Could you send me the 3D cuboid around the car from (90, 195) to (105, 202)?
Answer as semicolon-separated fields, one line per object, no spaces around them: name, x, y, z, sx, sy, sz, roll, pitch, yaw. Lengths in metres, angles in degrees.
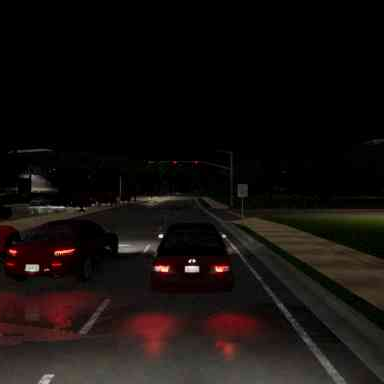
car;-23.267;1.525;82.134;2.128;1.511;4.902;0;0;0

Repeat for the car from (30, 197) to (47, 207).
car;-23.683;1.525;52.574;1.812;1.442;4.674;0;0;5

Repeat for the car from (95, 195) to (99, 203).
car;-19.781;1.353;65.210;2.097;1.767;4.553;0;0;0

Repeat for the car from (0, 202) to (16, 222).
car;-15.458;1.547;24.795;2.033;1.411;5.357;0;0;-2

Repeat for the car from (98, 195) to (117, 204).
car;-16.279;1.547;65.814;2.033;1.411;5.357;0;0;0

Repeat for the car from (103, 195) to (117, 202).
car;-19.768;1.540;80.329;2.033;1.411;5.357;0;0;0

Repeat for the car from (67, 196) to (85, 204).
car;-23.271;1.500;66.931;1.837;1.490;4.892;0;0;0

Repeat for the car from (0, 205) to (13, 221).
car;-6.990;1.352;9.755;2.097;1.767;4.553;0;0;0

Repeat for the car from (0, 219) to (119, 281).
car;-3.496;1.526;9.702;1.812;1.442;4.674;0;0;1

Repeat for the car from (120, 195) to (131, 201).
car;-16.267;1.539;81.588;2.033;1.411;5.357;0;0;0

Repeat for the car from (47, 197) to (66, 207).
car;-20.070;1.564;51.499;1.994;1.385;4.181;0;0;4

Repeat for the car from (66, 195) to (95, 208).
car;-16.280;1.477;48.959;1.882;1.535;5.008;0;0;-1

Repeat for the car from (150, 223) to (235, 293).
car;0.007;1.547;8.991;2.033;1.411;5.357;0;0;0
